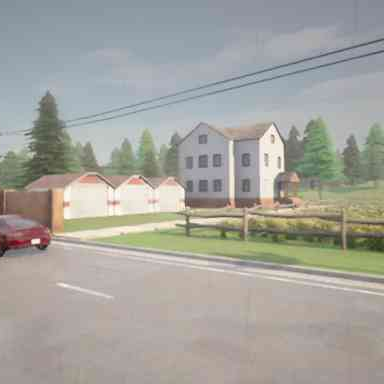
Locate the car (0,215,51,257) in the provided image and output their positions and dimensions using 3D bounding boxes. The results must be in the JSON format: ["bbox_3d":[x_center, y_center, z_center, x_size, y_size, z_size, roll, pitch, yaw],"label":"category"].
[{"bbox_3d":[-7.633,1.675,13.638,4.674,1.442,1.812,0,0,36],"label":"car"}]
